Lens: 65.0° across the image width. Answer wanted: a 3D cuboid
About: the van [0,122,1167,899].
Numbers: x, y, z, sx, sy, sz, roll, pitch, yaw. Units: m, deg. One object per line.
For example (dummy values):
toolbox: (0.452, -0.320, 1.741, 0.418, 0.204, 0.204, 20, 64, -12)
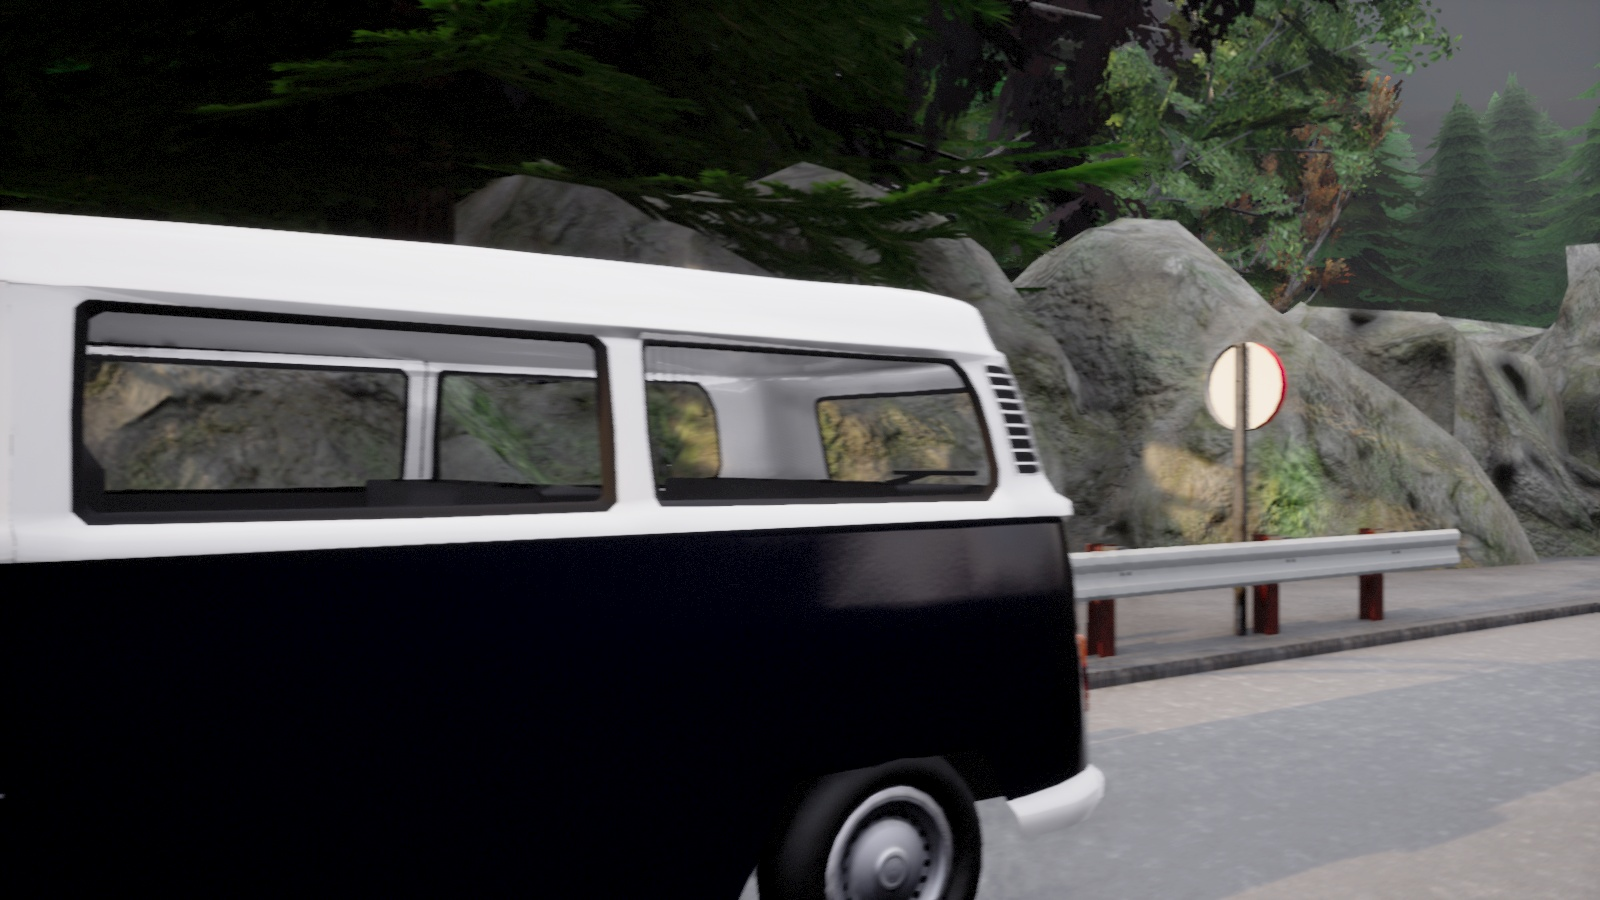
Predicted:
van: (-1.328, 0.482, 3.346, 4.480, 2.038, 2.069, 0, 0, -35)
